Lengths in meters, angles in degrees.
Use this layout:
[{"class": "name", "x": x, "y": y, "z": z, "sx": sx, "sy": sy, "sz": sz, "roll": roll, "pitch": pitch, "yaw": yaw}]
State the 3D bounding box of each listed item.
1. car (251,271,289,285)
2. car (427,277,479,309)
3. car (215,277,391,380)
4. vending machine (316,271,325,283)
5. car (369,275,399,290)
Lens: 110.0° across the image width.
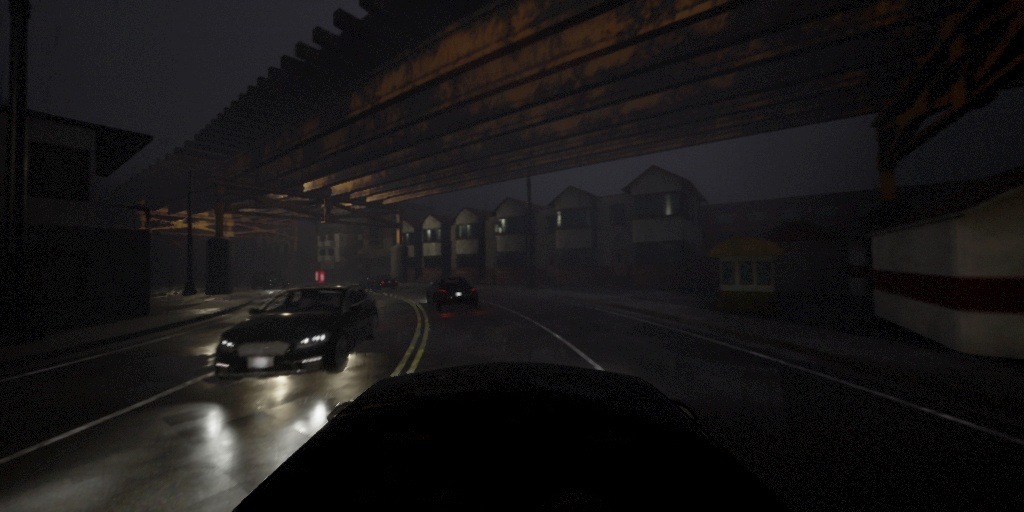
[{"class": "car", "x": -27.900, "y": 2.758, "z": 41.278, "sx": 5.566, "sy": 2.045, "sz": 2.150, "roll": -2, "pitch": -2, "yaw": 35}, {"class": "car", "x": -3.002, "y": 1.711, "z": 17.593, "sx": 1.994, "sy": 1.385, "sz": 4.181, "roll": 0, "pitch": -2, "yaw": -19}, {"class": "car", "x": -4.232, "y": 1.410, "z": 7.873, "sx": 2.128, "sy": 1.511, "sz": 4.902, "roll": -1, "pitch": -1, "yaw": -10}, {"class": "vending machine", "x": -29.937, "y": 3.263, "z": 55.955, "sx": 0.880, "sy": 2.100, "sz": 1.100, "roll": 0, "pitch": 0, "yaw": 34}, {"class": "car", "x": -12.482, "y": 2.445, "z": 33.451, "sx": 2.033, "sy": 1.411, "sz": 5.357, "roll": 0, "pitch": -3, "yaw": -42}]
